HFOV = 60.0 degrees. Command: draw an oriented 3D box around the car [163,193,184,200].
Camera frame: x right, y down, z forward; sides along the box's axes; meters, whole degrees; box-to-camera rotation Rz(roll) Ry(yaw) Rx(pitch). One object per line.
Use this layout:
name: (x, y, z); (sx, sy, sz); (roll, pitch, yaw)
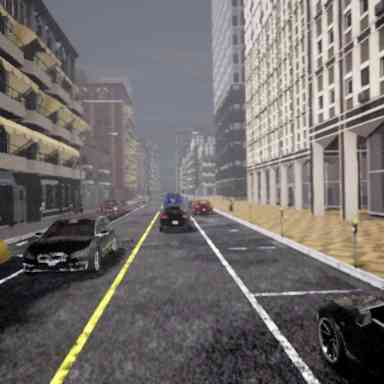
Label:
car: (-2.149, 1.085, 38.522); (2.150, 2.045, 5.566); (-1, 0, -3)

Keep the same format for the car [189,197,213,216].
car: (0.930, 1.378, 30.963); (1.887, 1.381, 4.507); (-1, 0, -3)

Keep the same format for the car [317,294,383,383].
car: (2.647, 1.495, 2.773); (1.947, 1.339, 4.313); (-1, 0, -3)

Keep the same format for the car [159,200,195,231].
car: (-1.021, 1.450, 20.077); (1.812, 1.442, 4.674); (-1, 0, -3)

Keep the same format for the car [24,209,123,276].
car: (-3.631, 1.529, 10.689); (1.837, 1.490, 4.892); (-1, 0, -3)

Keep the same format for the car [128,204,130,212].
car: (-7.775, 1.576, 36.093); (1.802, 1.307, 4.206); (-1, 0, -3)

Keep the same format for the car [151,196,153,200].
car: (-9.834, 1.445, 69.921); (2.008, 1.369, 4.403); (-1, 0, -3)

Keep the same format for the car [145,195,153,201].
car: (-10.668, 1.443, 82.812); (1.802, 1.307, 4.206); (-1, 0, -3)

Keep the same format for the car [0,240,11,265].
car: (-6.050, 1.615, 7.733); (1.752, 1.417, 4.829); (-1, 0, -3)

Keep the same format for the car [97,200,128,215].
car: (-7.435, 1.453, 30.454); (1.967, 1.590, 4.097); (-1, 0, -3)

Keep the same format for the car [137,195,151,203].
car: (-9.492, 1.461, 64.284); (2.008, 1.369, 4.403); (-1, 0, -3)

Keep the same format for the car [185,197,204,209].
car: (0.244, 1.348, 42.240); (2.008, 1.369, 4.403); (-1, 0, -3)
